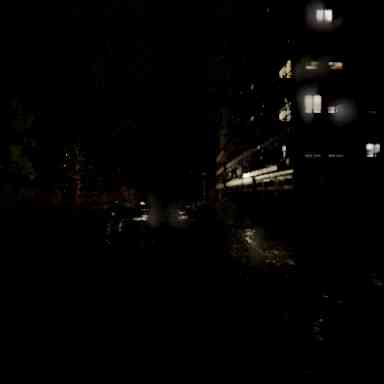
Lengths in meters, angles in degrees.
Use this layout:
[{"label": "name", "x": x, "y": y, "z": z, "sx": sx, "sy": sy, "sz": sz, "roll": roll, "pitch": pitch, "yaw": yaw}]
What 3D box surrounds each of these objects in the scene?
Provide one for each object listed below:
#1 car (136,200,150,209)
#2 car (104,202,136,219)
[{"label": "car", "x": -7.631, "y": 1.918, "z": 51.186, "sx": 2.033, "sy": 1.411, "sz": 5.357, "roll": 0, "pitch": 0, "yaw": -1}, {"label": "car", "x": -7.114, "y": 1.723, "z": 32.145, "sx": 2.128, "sy": 1.511, "sz": 4.902, "roll": 0, "pitch": 0, "yaw": -2}]
